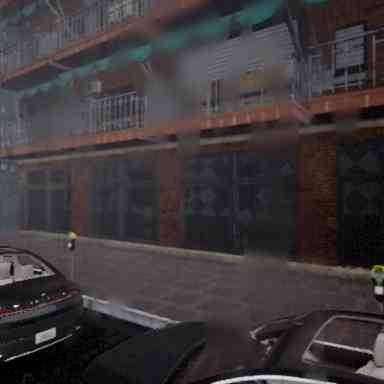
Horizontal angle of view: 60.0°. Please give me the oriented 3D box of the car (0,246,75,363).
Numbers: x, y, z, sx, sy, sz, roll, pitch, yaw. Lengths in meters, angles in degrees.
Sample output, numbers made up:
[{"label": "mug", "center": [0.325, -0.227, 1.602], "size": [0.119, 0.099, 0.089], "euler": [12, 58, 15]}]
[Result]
[{"label": "car", "center": [-3.614, 1.581, 5.454], "size": [4.403, 1.369, 2.008], "euler": [0, 0, 36]}]

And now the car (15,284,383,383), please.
[{"label": "car", "center": [0.995, 1.553, 2.165], "size": [4.403, 1.369, 2.008], "euler": [0, 0, 36]}]
